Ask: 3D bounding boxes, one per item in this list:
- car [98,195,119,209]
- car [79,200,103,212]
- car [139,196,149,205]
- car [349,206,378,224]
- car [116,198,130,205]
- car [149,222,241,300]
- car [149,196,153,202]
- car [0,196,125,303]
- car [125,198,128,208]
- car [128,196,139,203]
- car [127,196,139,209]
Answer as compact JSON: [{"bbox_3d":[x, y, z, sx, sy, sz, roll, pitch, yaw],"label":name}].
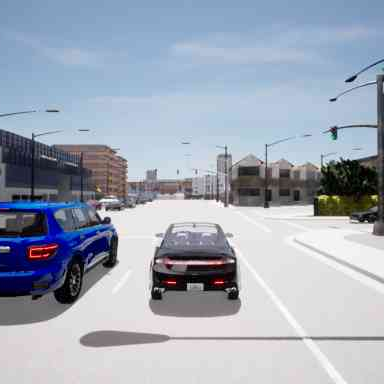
[{"bbox_3d":[-14.125,1.652,56.615,2.150,2.045,5.566,0,0,0],"label":"car"},{"bbox_3d":[-14.136,1.862,46.910,1.882,1.535,5.008,0,-1,0],"label":"car"},{"bbox_3d":[-10.554,1.845,68.537,1.837,1.490,4.892,0,0,0],"label":"car"},{"bbox_3d":[15.081,1.686,25.544,5.357,1.411,2.033,0,-1,0],"label":"car"},{"bbox_3d":[-14.051,1.950,67.800,1.895,1.301,4.718,0,1,0],"label":"car"},{"bbox_3d":[0.062,1.507,8.422,2.128,1.511,4.902,0,0,0],"label":"car"},{"bbox_3d":[-10.561,1.691,80.468,1.837,1.490,4.892,0,0,0],"label":"car"},{"bbox_3d":[-3.439,1.240,8.379,2.150,2.045,5.566,0,0,0],"label":"car"},{"bbox_3d":[-10.631,1.939,46.126,1.994,1.385,4.181,0,0,0],"label":"car"},{"bbox_3d":[-14.061,1.693,80.215,1.837,1.490,4.892,0,0,0],"label":"car"},{"bbox_3d":[-10.625,1.787,54.716,2.097,1.767,4.553,0,0,0],"label":"car"}]
